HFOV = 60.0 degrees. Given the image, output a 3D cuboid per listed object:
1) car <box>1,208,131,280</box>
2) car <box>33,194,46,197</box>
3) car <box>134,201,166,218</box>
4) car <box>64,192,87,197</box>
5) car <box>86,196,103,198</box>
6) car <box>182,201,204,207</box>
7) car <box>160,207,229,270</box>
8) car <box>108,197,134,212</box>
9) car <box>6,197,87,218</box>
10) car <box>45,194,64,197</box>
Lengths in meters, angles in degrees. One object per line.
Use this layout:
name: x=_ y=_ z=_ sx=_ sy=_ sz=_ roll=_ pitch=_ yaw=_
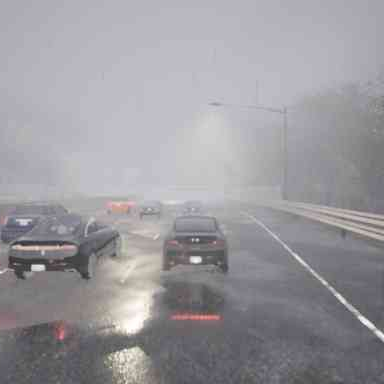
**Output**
car: x=-3.404 y=1.455 z=9.785 sx=2.128 sy=1.511 sz=4.902 roll=0 pitch=0 yaw=0
car: x=-27.999 y=1.178 z=61.285 sx=2.097 sy=1.767 sz=4.553 roll=0 pitch=0 yaw=0
car: x=-3.398 y=1.450 z=28.994 sx=2.033 sy=1.411 sz=5.357 roll=0 pitch=0 yaw=0
car: x=-21.005 y=1.049 z=61.446 sx=2.150 sy=2.045 sz=5.566 roll=0 pitch=0 yaw=0
car: x=-17.509 y=1.424 z=61.949 sx=1.895 sy=1.301 sz=4.718 roll=0 pitch=0 yaw=0
car: x=0.103 y=1.450 z=29.015 sx=2.033 sy=1.411 sz=5.357 roll=0 pitch=0 yaw=0
car: x=0.098 y=1.465 z=10.885 sx=1.837 sy=1.490 sz=4.892 roll=0 pitch=0 yaw=0
car: x=-6.897 y=1.243 z=33.233 sx=2.097 sy=1.767 sz=4.553 roll=0 pitch=0 yaw=0
car: x=-6.900 y=1.296 z=15.771 sx=2.097 sy=1.767 sz=4.553 roll=0 pitch=0 yaw=0
car: x=-24.508 y=1.330 z=61.102 sx=1.837 sy=1.490 sz=4.892 roll=0 pitch=0 yaw=0
